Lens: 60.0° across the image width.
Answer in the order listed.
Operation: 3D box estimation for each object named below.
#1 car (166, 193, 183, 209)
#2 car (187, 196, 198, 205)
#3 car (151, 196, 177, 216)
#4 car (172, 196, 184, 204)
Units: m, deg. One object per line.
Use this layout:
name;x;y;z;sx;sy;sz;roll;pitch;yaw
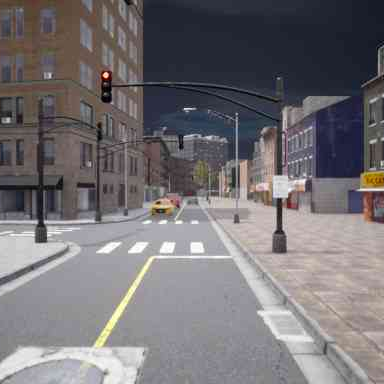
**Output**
car;-2.834;1.225;46.913;2.150;2.045;5.566;0;1;0
car;0.119;1.507;59.117;2.128;1.511;4.902;0;0;0
car;-2.835;1.481;32.741;1.882;1.535;5.008;0;0;0
car;-2.730;1.518;66.850;2.128;1.511;4.902;0;0;0
